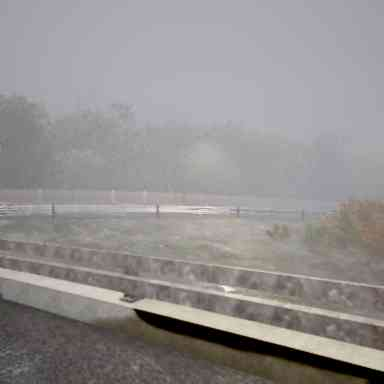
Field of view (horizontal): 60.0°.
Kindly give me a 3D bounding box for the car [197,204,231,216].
[{"bbox_3d":[2.987,2.409,45.374,5.008,1.535,1.882,3,-2,-26],"label":"car"}]
